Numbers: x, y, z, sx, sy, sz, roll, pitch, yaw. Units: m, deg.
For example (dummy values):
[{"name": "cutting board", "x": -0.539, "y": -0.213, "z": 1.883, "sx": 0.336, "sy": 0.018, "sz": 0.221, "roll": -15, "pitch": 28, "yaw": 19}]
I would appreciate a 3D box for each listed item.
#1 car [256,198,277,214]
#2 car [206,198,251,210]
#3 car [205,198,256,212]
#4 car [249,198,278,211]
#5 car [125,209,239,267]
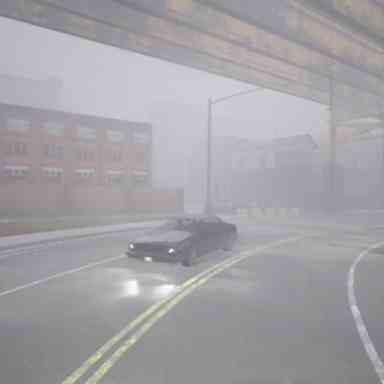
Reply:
[{"name": "car", "x": 7.737, "y": 1.487, "z": 36.401, "sx": 2.038, "sy": 1.542, "sz": 4.974, "roll": 1, "pitch": 0, "yaw": -4}, {"name": "car", "x": 3.961, "y": 1.281, "z": 36.411, "sx": 4.536, "sy": 1.218, "sz": 1.853, "roll": 1, "pitch": 0, "yaw": 26}, {"name": "car", "x": 4.006, "y": 1.439, "z": 36.389, "sx": 4.974, "sy": 1.542, "sz": 2.038, "roll": 1, "pitch": 0, "yaw": 26}, {"name": "car", "x": 7.734, "y": 1.329, "z": 36.453, "sx": 1.853, "sy": 1.218, "sz": 4.536, "roll": 1, "pitch": 0, "yaw": -4}, {"name": "car", "x": 0.013, "y": 1.527, "z": 11.750, "sx": 2.033, "sy": 1.411, "sz": 5.357, "roll": 1, "pitch": 0, "yaw": 28}]
